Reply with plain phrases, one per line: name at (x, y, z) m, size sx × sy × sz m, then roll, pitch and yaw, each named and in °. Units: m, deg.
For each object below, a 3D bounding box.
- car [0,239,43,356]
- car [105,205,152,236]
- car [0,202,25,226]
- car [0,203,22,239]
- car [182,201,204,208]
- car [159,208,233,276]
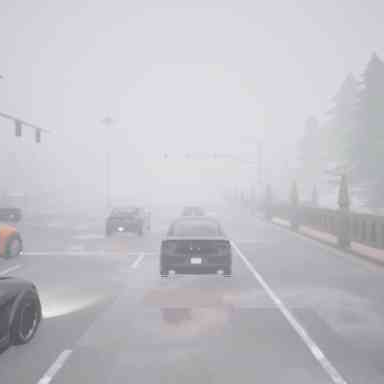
car at (-3.399, 1.563, 3.684) m, size 1.994 × 1.385 × 4.181 m, roll 0°, pitch 0°, yaw 0°
car at (-3.398, 1.500, 18.327) m, size 1.837 × 1.490 × 4.892 m, roll 0°, pitch 0°, yaw 0°
car at (-14.308, 1.470, 23.751) m, size 5.008 × 1.535 × 1.882 m, roll 0°, pitch -1°, yaw 31°
car at (-6.899, 1.349, 9.620) m, size 2.097 × 1.767 × 4.553 m, roll 0°, pitch 0°, yaw 0°
car at (0.092, 1.516, 28.713) m, size 1.812 × 1.442 × 4.674 m, roll 0°, pitch 0°, yaw 0°
car at (0.100, 1.474, 10.329) m, size 1.882 × 1.535 × 5.008 m, roll 0°, pitch 0°, yaw 0°
